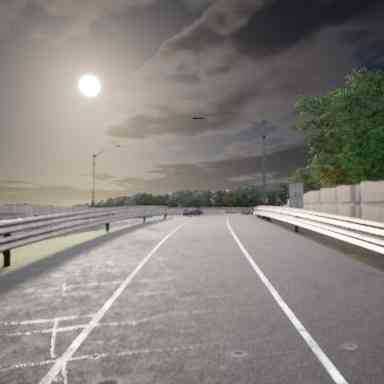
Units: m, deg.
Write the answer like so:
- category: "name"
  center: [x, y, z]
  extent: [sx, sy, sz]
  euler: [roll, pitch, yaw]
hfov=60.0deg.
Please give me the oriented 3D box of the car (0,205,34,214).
- category: "car"
  center: [-20.126, 2.140, 36.116]
  extent: [5.357, 1.411, 2.033]
  euler: [3, -4, -41]

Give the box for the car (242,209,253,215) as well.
- category: "car"
  center: [13.323, 4.765, 79.529]
  extent: [2.128, 1.511, 4.902]
  euler: [-1, -4, 23]

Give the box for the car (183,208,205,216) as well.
- category: "car"
  center: [0.327, 3.426, 57.193]
  extent: [1.812, 1.442, 4.674]
  euler: [-2, -4, 37]
